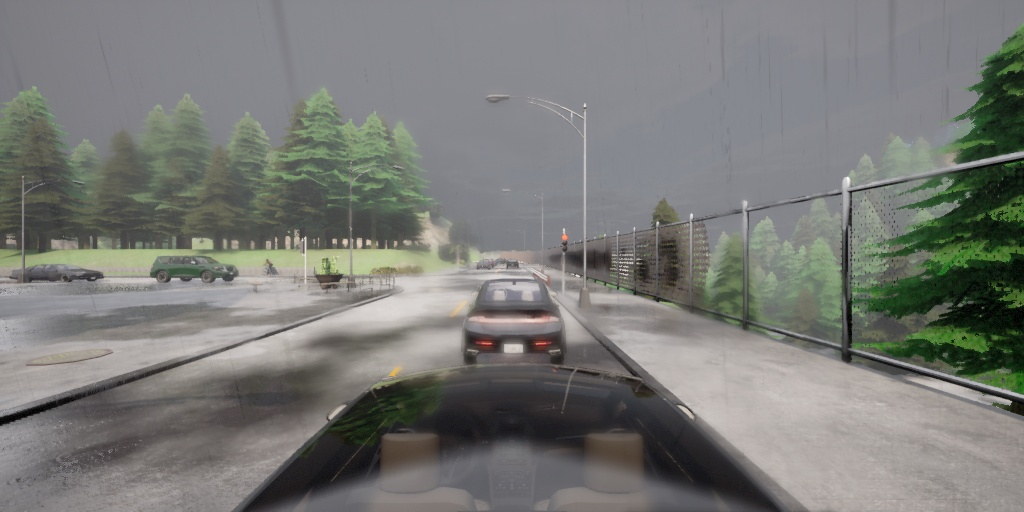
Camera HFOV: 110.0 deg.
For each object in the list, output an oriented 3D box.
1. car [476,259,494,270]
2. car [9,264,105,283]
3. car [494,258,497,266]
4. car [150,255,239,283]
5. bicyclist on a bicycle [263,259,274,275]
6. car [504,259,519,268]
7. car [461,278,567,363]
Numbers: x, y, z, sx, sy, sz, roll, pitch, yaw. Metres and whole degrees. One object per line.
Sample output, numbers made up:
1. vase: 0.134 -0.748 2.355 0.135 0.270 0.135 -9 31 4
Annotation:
1. car: -4.089 1.255 52.481 1.837 1.490 4.892 0 0 0
2. car: -34.398 1.297 27.157 5.357 1.411 2.033 0 0 0
3. car: -4.062 1.228 62.004 1.882 1.535 5.008 0 0 0
4. car: -23.956 0.971 27.146 5.566 2.045 2.150 0 0 0
5. bicyclist on a bicycle: -24.152 1.099 35.543 0.582 1.620 1.656 0 0 0
6. car: 0.108 1.227 59.074 1.882 1.535 5.008 0 0 0
7. car: 0.047 1.241 8.061 2.128 1.511 4.902 0 0 1
